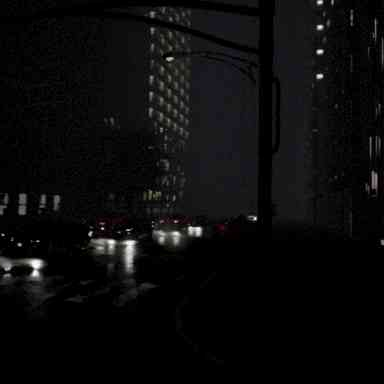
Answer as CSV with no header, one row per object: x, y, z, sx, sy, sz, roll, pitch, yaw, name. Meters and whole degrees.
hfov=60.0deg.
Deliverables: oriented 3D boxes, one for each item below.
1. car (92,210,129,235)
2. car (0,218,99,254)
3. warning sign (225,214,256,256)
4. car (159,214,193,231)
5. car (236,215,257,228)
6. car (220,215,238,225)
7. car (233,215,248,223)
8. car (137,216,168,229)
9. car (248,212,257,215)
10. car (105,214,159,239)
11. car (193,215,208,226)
-7.238,2.581,28.946,2.150,2.045,5.566,1,-3,16,car
-7.147,2.279,17.398,1.837,1.490,4.892,1,-3,16,car
2.385,2.053,16.293,1.300,1.860,1.060,2,-2,16,warning sign
-1.867,3.191,35.927,2.097,1.767,4.553,0,-3,16,car
7.605,4.119,44.965,1.895,1.301,4.718,0,-3,16,car
5.512,4.290,49.293,1.895,1.301,4.718,1,-3,16,car
8.927,4.924,61.309,2.033,1.411,5.357,0,-3,16,car
-4.453,3.522,38.712,1.895,1.301,4.718,1,-3,16,car
10.316,4.293,54.659,2.150,2.045,5.566,0,-3,16,car
-4.598,2.794,26.355,1.837,1.490,4.892,1,-3,16,car
0.935,3.891,45.657,2.128,1.511,4.902,0,-3,16,car
